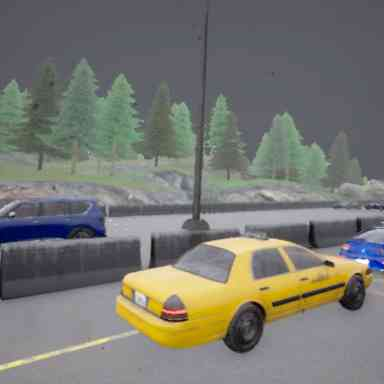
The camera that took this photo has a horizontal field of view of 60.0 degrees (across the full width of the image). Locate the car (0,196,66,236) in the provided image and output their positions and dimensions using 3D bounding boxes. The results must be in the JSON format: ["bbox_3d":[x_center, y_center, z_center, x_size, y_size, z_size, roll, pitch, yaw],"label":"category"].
[{"bbox_3d":[-10.090,1.249,18.297,5.566,2.045,2.150,1,0,-36],"label":"car"}]

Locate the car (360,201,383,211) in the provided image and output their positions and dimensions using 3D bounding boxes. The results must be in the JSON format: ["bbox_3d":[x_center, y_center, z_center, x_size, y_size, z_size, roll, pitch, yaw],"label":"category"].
[{"bbox_3d":[24.273,1.802,43.011,4.718,1.301,1.895,0,0,-35],"label":"car"}]

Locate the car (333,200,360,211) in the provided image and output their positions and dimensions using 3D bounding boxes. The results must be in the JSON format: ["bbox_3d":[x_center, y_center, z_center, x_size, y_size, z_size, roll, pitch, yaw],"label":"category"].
[{"bbox_3d":[20.878,1.760,44.883,4.181,1.385,1.994,0,0,-36],"label":"car"}]

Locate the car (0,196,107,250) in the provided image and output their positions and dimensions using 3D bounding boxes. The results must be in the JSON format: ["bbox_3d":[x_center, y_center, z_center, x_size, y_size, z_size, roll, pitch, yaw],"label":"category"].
[{"bbox_3d":[-6.043,1.245,12.585,5.566,2.045,2.150,1,0,-36],"label":"car"}]

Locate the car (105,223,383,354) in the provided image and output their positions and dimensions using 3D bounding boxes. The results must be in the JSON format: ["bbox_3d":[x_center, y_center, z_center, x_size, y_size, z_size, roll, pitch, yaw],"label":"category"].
[{"bbox_3d":[1.361,1.484,6.147,5.366,1.575,1.801,0,0,-36],"label":"car"}]
